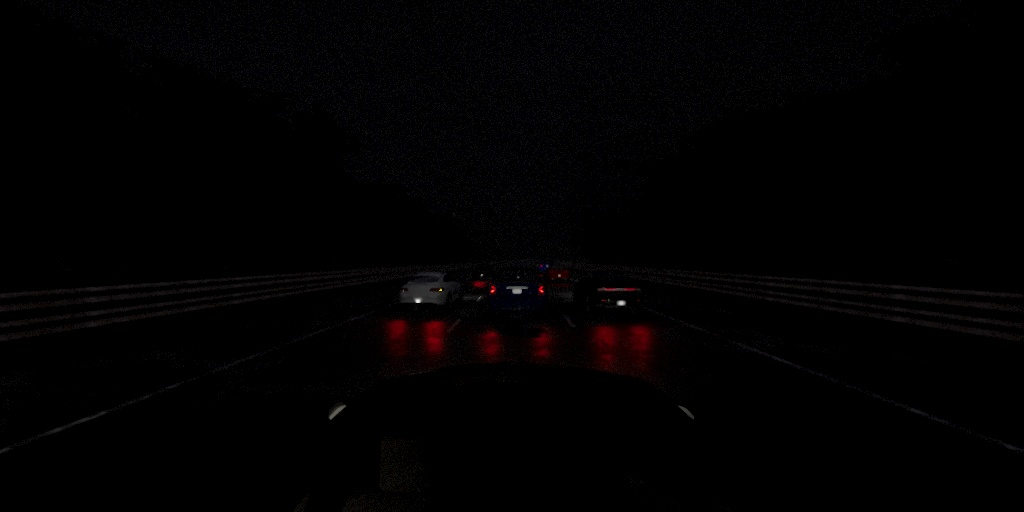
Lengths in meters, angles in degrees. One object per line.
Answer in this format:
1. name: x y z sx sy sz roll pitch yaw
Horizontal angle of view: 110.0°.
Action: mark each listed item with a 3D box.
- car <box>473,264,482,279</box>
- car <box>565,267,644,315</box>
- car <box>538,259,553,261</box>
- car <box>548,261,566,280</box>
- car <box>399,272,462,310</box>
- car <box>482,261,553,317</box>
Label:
1. car: -2.773 1.561 36.375 1.837 1.490 4.892 0 0 2
2. car: 3.588 1.335 14.074 2.128 1.511 4.902 0 0 1
3. car: 4.612 1.425 48.065 2.150 2.045 5.566 0 -1 3
4. car: 3.989 1.493 32.094 1.882 1.535 5.008 0 -1 2
5. car: -3.298 1.371 15.029 1.812 1.442 4.674 0 0 1
6. car: 0.191 1.189 13.738 2.097 1.767 4.553 0 -1 1
